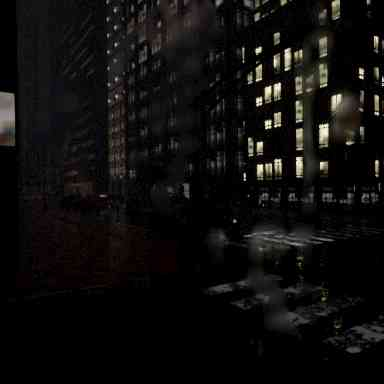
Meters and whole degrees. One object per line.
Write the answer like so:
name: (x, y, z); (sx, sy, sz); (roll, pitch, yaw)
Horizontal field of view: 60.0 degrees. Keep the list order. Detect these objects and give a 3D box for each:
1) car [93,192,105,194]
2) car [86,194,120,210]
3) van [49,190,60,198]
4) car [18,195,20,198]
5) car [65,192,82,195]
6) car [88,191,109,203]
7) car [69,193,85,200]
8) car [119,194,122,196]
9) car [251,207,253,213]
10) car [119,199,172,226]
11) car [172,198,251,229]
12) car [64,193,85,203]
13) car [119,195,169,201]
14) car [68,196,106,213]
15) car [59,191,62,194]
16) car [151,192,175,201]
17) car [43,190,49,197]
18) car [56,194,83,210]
car: (-15.006, 1.053, 49.956); (1.837, 1.490, 4.892); (-1, 1, -34)
car: (-10.063, 1.246, 37.171); (1.812, 1.442, 4.674); (-1, 1, -35)
van: (-32.542, 0.531, 79.954); (1.690, 1.788, 3.998); (-1, 1, -35)
car: (-42.627, 0.717, 79.819); (1.967, 1.590, 4.097); (-1, 1, -35)
car: (-15.941, 1.132, 45.763); (1.837, 1.490, 4.892); (-1, 1, -34)
car: (-16.022, 0.795, 56.731); (2.097, 1.767, 4.553); (-1, 1, -35)
car: (-22.933, 0.889, 66.025); (1.887, 1.381, 4.507); (-1, 1, -35)
car: (-12.037, 1.009, 51.015); (1.837, 1.490, 4.892); (-1, 1, -35)
car: (3.037, 1.278, 28.305); (1.752, 1.417, 4.829); (-1, 1, -35)
car: (-2.957, 1.455, 22.353); (2.008, 1.369, 4.403); (-1, 1, -35)
car: (1.059, 1.382, 21.017); (2.128, 1.511, 4.902); (-1, 1, -34)
car: (-20.519, 1.008, 57.961); (2.033, 1.411, 5.357); (-1, 1, -35)
car: (-4.212, 1.315, 28.671); (1.837, 1.490, 4.892); (-1, 1, -35)
car: (-10.590, 1.354, 33.372); (1.947, 1.339, 4.313); (-1, 1, -35)
car: (-26.136, 0.733, 70.668); (1.967, 1.590, 4.097); (-1, 1, -35)
car: (-3.717, 0.963, 38.160); (2.192, 1.841, 5.009); (-1, 1, -35)
car: (-35.745, 0.688, 84.600); (2.008, 1.369, 4.403); (-1, 1, -35)
car: (-13.794, 1.289, 38.016); (2.008, 1.369, 4.403); (-1, 1, -35)
